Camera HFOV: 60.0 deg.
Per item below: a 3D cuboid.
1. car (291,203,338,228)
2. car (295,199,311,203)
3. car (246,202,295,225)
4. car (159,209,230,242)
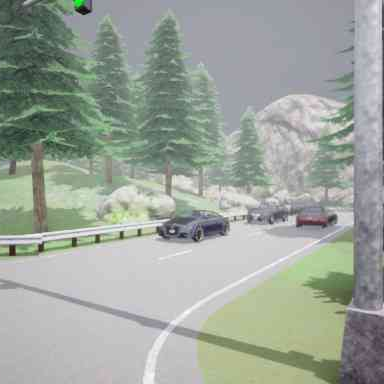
[{"bbox_3d":[8.549,1.648,22.655,1.994,1.385,4.181,0,-1,33],"label":"car"},{"bbox_3d":[11.127,1.530,33.533,1.837,1.490,4.892,0,0,26],"label":"car"},{"bbox_3d":[5.702,1.513,24.875,2.128,1.511,4.902,0,0,34],"label":"car"},{"bbox_3d":[0.209,1.581,16.584,1.994,1.385,4.181,0,0,33],"label":"car"}]
